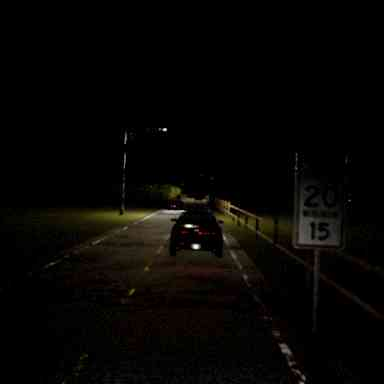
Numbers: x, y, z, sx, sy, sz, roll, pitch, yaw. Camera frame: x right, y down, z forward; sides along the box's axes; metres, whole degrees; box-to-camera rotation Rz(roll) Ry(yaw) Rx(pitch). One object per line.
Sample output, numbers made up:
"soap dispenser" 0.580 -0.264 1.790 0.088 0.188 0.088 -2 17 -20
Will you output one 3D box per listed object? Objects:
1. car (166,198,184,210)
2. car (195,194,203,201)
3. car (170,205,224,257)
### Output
"car" -1.978 1.473 40.339 1.994 1.385 4.181 2 0 1
"car" 1.752 1.511 86.073 2.097 1.767 4.553 2 0 1
"car" 0.191 1.502 13.129 1.837 1.490 4.892 2 0 1
